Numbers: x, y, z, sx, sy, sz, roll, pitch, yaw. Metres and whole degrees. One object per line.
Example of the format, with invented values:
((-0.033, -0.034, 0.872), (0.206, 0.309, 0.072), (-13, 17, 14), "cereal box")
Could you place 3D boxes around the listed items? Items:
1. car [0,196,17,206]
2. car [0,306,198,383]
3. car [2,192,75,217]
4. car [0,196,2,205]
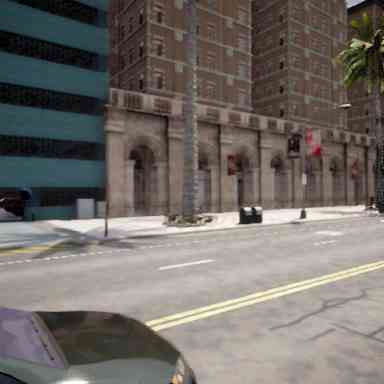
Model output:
((-30.988, 1.396, 53.526), (4.786, 1.482, 2.161), (0, 0, -36), "car")
((-1.968, 1.566, 2.382), (4.181, 1.385, 1.994), (0, 0, -35), "car")
((-13.197, 1.007, 29.244), (5.566, 2.045, 2.435), (0, 0, -36), "car")
((-24.600, 1.446, 43.834), (4.718, 1.301, 1.895), (0, 0, -36), "car")
